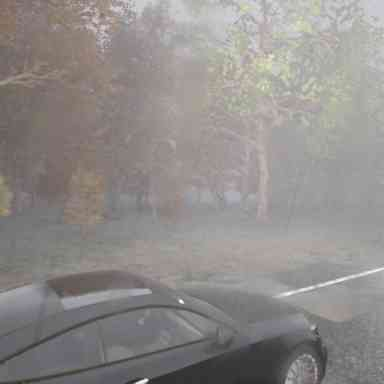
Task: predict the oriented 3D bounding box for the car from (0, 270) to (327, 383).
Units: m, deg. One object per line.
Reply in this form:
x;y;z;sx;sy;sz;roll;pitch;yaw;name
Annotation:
-0.678;1.536;3.202;4.674;1.442;1.812;0;0;-35;car
